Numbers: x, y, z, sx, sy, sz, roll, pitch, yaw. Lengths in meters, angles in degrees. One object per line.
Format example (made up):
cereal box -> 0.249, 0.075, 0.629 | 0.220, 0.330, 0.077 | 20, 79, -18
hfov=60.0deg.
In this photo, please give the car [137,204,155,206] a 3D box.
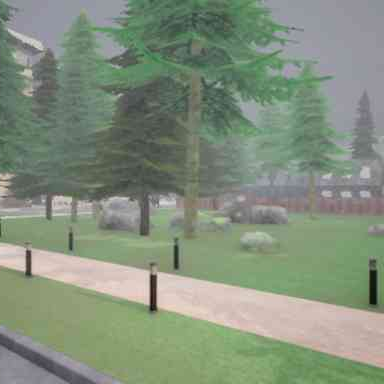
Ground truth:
car -> -7.761, 1.439, 52.615 | 1.882, 1.535, 5.008 | 0, 0, 37
